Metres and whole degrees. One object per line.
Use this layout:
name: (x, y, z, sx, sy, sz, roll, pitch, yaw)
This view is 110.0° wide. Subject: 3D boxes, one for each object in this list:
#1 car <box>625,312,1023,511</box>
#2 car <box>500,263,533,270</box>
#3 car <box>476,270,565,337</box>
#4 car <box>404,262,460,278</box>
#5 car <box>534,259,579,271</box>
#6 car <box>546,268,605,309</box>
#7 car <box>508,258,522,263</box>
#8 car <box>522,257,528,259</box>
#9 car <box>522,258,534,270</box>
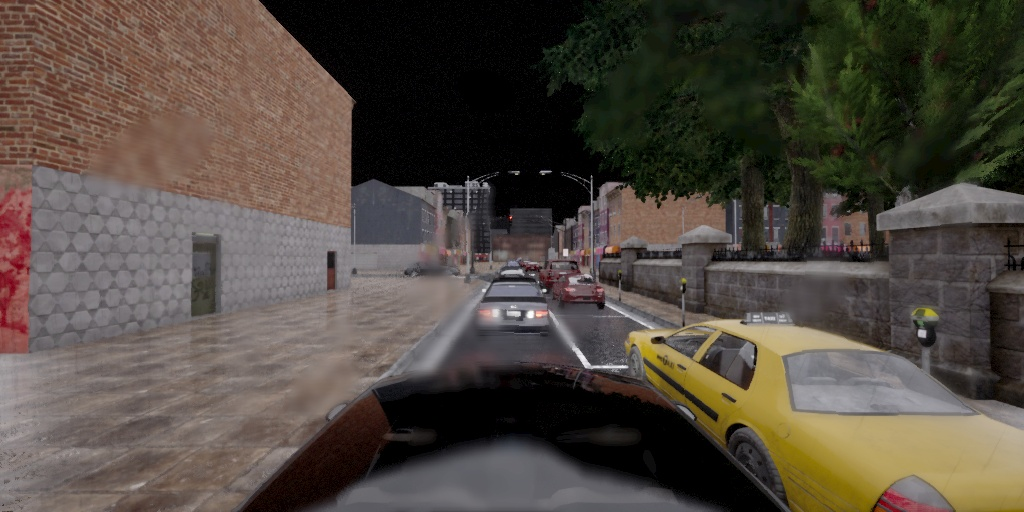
car: (2.639, 1.276, 3.988, 1.751, 1.417, 4.829, 0, 0, 0)
car: (0.014, 1.287, 19.946, 1.812, 1.442, 4.674, 0, 0, 1)
car: (0.062, 1.300, 10.234, 2.033, 1.411, 5.357, 0, 0, 0)
car: (-7.130, 1.261, 32.212, 4.892, 1.490, 1.837, 0, -1, -7)
car: (2.628, 1.076, 20.165, 2.192, 1.841, 5.009, 0, 0, 0)
car: (2.632, 1.338, 14.716, 1.802, 1.307, 4.207, 0, 0, 0)
car: (0.087, 1.377, 53.831, 2.033, 1.411, 5.357, 0, 0, 0)
car: (2.599, 1.403, 62.905, 1.888, 1.381, 4.507, 0, 0, 0)
car: (2.610, 1.356, 46.594, 1.888, 1.381, 4.507, 0, 0, 0)
